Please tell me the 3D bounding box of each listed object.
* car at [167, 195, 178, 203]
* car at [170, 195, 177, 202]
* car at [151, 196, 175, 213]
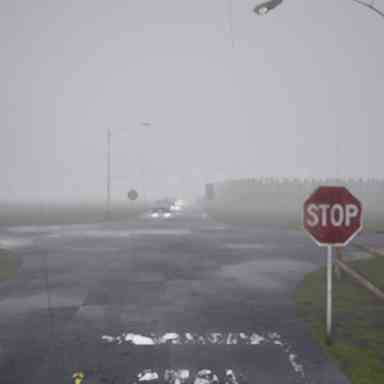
[{"bbox_3d":[-3.913,1.390,68.333,2.033,1.411,5.357,0,0,-2],"label":"car"},{"bbox_3d":[-3.498,1.405,51.028,2.033,1.411,5.357,0,0,-1],"label":"car"},{"bbox_3d":[-3.180,1.454,35.310,2.033,1.411,5.357,0,0,-1],"label":"car"}]
